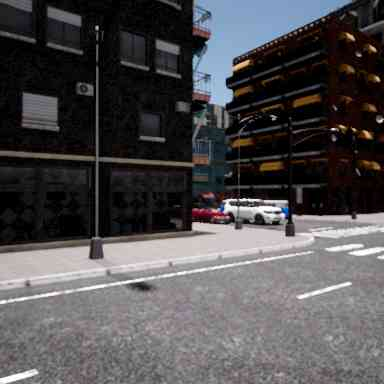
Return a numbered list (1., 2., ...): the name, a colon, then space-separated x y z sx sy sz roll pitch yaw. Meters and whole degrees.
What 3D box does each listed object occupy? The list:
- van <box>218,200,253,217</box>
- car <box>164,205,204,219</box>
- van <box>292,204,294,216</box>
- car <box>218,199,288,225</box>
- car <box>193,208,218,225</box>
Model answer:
1. van: 4.877 1.849 37.822 1.690 1.788 3.998 -1 0 -36
2. car: -0.925 2.117 35.957 1.895 1.301 4.718 0 -1 -36
3. van: 8.189 1.776 33.303 1.690 1.788 3.998 -1 0 -36
4. car: 5.021 1.606 27.850 2.150 2.045 5.566 0 -1 -36
5. car: 1.444 1.992 28.391 1.802 1.307 4.206 -1 0 -36
